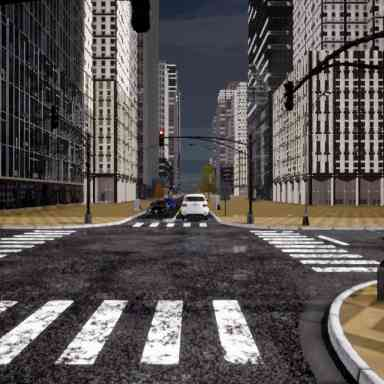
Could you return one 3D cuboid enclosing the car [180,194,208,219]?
[{"bbox_3d":[0.178,1.222,28.928,2.150,2.045,5.566,0,0,-1],"label":"car"}]

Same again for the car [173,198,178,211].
[{"bbox_3d":[-3.128,1.475,41.449,1.882,1.535,5.008,0,0,0],"label":"car"}]

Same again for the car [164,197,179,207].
[{"bbox_3d":[-3.125,1.559,51.423,1.994,1.385,4.181,0,0,0],"label":"car"}]

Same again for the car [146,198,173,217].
[{"bbox_3d":[-3.124,1.504,31.189,1.837,1.490,4.892,0,0,0],"label":"car"}]

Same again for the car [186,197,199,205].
[{"bbox_3d":[0.054,1.542,58.410,2.033,1.411,5.357,0,0,-1],"label":"car"}]
